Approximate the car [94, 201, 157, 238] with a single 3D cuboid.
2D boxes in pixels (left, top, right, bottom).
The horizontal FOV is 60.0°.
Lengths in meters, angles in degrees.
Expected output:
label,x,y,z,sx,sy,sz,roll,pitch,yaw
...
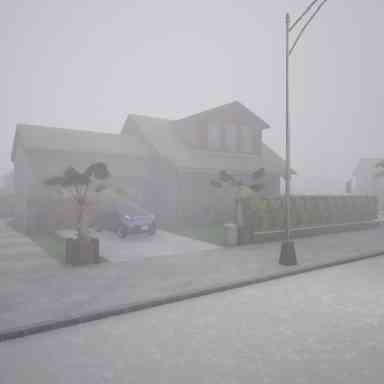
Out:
label,x,y,z,sx,sy,sz,roll,pitch,yaw
car,-3.079,1.174,15.254,1.845,1.501,3.633,0,0,-38
